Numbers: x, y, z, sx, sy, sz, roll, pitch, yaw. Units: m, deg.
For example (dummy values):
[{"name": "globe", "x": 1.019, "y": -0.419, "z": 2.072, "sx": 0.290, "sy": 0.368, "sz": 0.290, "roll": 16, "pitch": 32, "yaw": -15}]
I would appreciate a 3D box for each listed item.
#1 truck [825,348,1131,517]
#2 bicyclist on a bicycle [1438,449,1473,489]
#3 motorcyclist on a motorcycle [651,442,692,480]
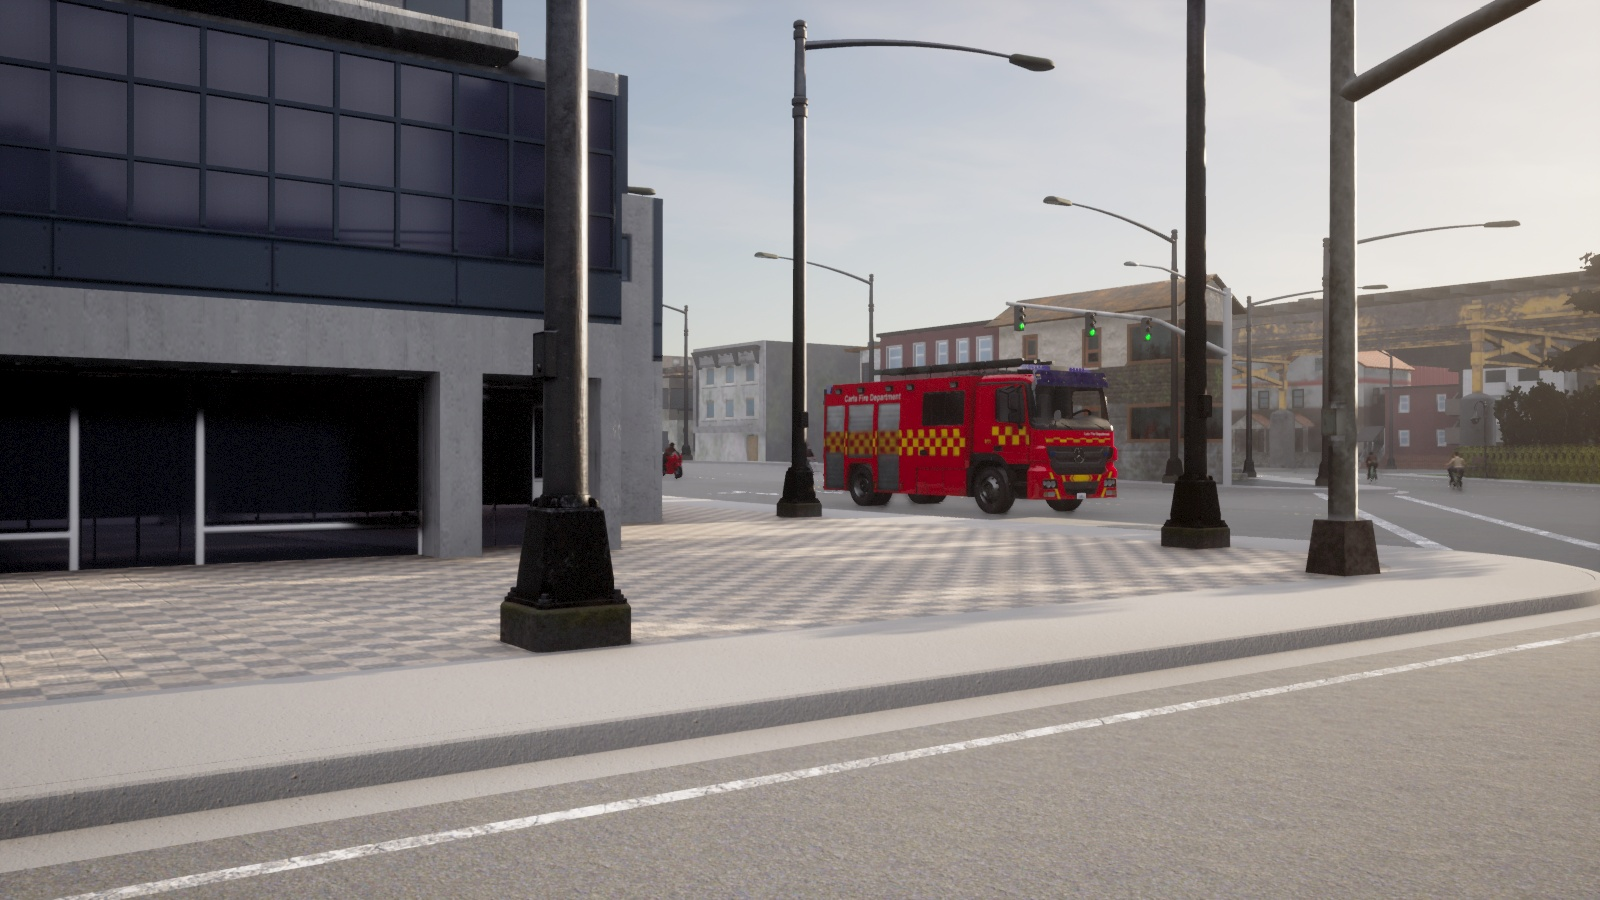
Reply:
[{"name": "truck", "x": 4.322, "y": -0.400, "z": 32.762, "sx": 2.891, "sy": 3.827, "sz": 8.468, "roll": 0, "pitch": 0, "yaw": -35}, {"name": "bicyclist on a bicycle", "x": 26.684, "y": 0.750, "z": 51.136, "sx": 0.866, "sy": 1.612, "sz": 1.509, "roll": 0, "pitch": 0, "yaw": 12}, {"name": "motorcyclist on a motorcycle", "x": -5.387, "y": 0.464, "z": 52.578, "sx": 0.797, "sy": 1.523, "sz": 2.044, "roll": 0, "pitch": 1, "yaw": -35}]
